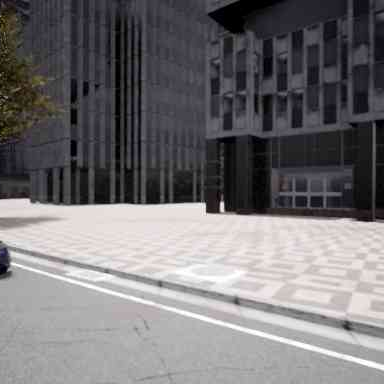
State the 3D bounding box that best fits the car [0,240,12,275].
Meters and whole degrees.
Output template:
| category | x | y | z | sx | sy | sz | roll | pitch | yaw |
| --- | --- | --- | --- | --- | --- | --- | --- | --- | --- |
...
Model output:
| category | x | y | z | sx | sy | sz | roll | pitch | yaw |
| --- | --- | --- | --- | --- | --- | --- | --- | --- | --- |
| car | -6.786 | 1.525 | 9.196 | 4.181 | 1.385 | 1.994 | 0 | 0 | 38 |
